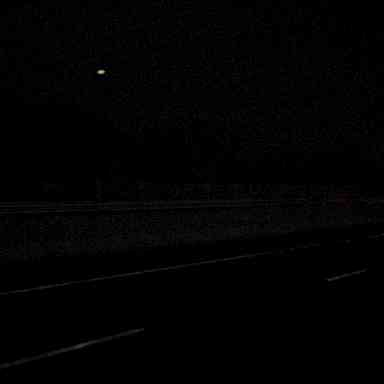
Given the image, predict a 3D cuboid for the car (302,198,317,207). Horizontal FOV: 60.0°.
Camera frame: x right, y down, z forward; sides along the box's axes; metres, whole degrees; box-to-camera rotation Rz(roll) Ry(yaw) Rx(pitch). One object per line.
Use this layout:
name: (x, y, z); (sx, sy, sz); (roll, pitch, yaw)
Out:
car: (15.544, 1.518, 40.858); (4.902, 1.511, 2.128); (0, 0, -35)

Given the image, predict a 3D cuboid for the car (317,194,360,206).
car: (17.105, 1.246, 37.676); (5.566, 2.045, 2.150); (0, 0, -35)

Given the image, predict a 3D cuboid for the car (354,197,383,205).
car: (19.443, 1.553, 35.045); (4.674, 1.442, 1.812); (0, 0, -35)
